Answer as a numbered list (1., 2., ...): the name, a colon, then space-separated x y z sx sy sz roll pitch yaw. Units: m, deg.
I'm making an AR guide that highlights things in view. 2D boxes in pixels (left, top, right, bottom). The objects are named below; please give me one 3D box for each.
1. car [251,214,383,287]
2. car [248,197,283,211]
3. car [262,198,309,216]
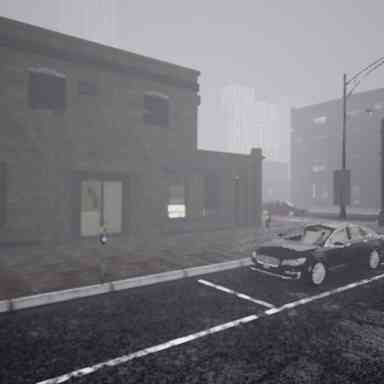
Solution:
1. car: 3.527 1.488 9.062 4.403 1.369 2.008 -1 1 -35
2. car: 9.317 1.502 42.242 1.967 1.590 4.097 0 -1 -35
3. car: 8.030 1.428 29.012 1.887 1.381 4.507 0 -1 -35
